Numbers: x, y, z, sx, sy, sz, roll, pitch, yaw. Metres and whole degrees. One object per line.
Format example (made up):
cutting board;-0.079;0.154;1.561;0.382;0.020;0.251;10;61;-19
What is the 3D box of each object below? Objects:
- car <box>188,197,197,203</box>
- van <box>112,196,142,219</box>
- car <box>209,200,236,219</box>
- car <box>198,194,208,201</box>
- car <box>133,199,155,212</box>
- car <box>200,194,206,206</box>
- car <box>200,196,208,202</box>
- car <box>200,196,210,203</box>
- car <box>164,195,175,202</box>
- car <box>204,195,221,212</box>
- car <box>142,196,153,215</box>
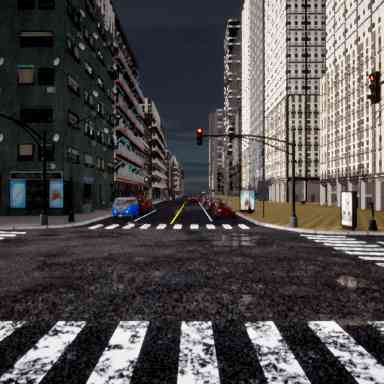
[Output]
car;0.169;1.643;69.688;1.895;1.301;4.718;0;0;0
van;-5.653;1.351;28.393;1.690;1.788;3.998;0;0;0
car;2.726;1.591;28.383;1.802;1.307;4.206;0;0;0
car;2.782;1.373;83.660;2.192;1.841;5.009;0;0;0
car;-5.644;1.560;39.449;1.887;1.381;4.507;0;0;0
car;2.754;1.468;56.022;1.967;1.590;4.097;0;0;0
car;2.775;1.634;78.132;1.802;1.307;4.206;0;0;0
car;2.770;1.590;72.605;1.887;1.381;4.507;0;0;0
car;-5.604;1.492;78.141;1.967;1.590;4.097;0;0;0
car;2.738;1.456;39.439;1.967;1.590;4.097;0;0;0
car;-5.648;1.327;33.921;2.192;1.841;5.009;0;0;0
